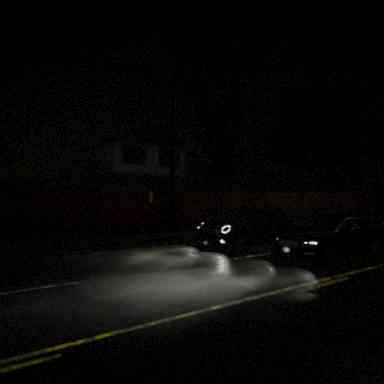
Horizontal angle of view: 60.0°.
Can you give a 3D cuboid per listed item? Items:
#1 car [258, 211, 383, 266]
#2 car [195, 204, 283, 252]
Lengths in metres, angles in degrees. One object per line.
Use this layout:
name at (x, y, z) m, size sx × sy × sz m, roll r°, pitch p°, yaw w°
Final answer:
car at (4.947, 1.551, 11.820) m, size 4.902 × 1.511 × 2.128 m, roll 0°, pitch 0°, yaw -36°
car at (2.352, 1.407, 14.268) m, size 4.553 × 1.767 × 2.097 m, roll 0°, pitch 0°, yaw -35°
